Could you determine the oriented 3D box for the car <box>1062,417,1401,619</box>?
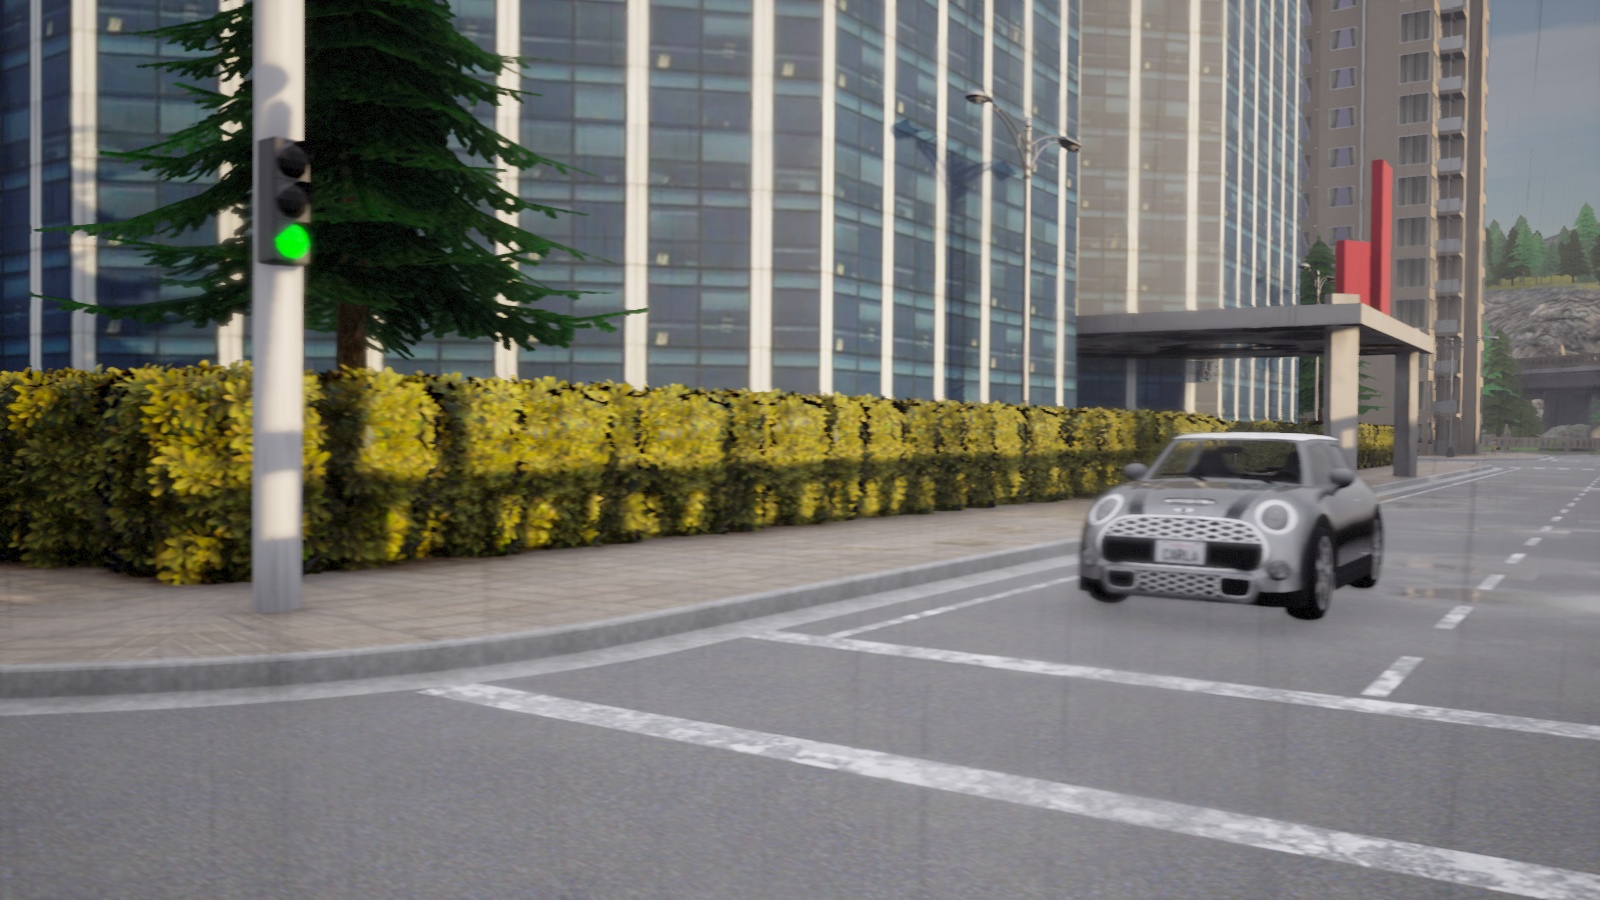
[{"bbox_3d":[4.024,0.464,11.294,1.970,1.475,3.806,0,1,34],"label":"car"}]
